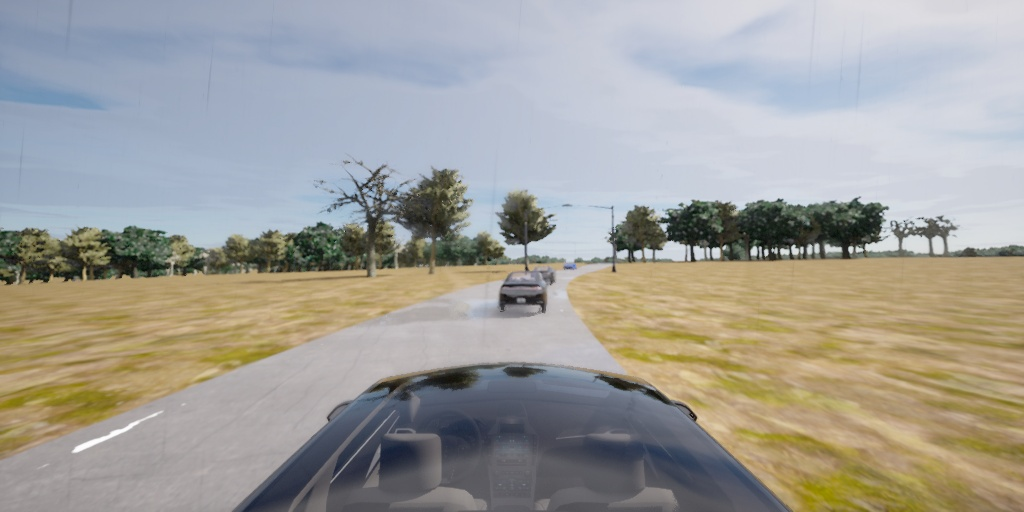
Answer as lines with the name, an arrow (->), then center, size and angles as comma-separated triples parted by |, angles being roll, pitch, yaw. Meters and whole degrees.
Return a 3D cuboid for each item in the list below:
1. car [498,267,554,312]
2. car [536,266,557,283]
car -> 0.578, 1.397, 15.165 | 2.128, 1.511, 4.902 | 0, -1, 6
car -> 2.671, 1.559, 29.862 | 2.128, 1.511, 4.902 | -1, -1, 12
